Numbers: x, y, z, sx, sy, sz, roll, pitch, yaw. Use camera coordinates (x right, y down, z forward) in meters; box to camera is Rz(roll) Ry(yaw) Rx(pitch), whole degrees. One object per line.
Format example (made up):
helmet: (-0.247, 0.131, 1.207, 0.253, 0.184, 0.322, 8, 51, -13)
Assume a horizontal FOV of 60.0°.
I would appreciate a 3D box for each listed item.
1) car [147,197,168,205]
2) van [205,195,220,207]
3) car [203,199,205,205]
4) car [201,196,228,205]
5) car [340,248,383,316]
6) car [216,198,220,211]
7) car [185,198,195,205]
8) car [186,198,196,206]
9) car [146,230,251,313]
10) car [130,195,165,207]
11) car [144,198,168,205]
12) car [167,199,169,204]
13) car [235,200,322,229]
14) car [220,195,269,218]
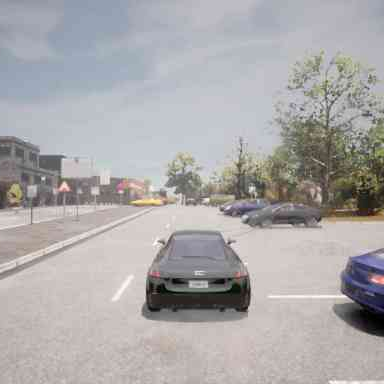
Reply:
car: (-7.518, 2.016, 72.771, 4.553, 1.767, 2.185, 0, -2, -1)
van: (4.794, 1.448, 54.133, 4.442, 1.987, 1.878, 0, -1, 0)
car: (5.072, 1.721, 56.925, 5.366, 1.575, 1.946, 0, -1, 0)
car: (4.718, 1.831, 70.765, 5.566, 2.045, 2.435, 0, -2, -1)
car: (5.084, 1.525, 5.831, 4.674, 1.452, 2.002, 0, 0, 0)
car: (5.055, 1.552, 33.337, 4.674, 1.452, 2.002, 0, 0, 0)
car: (-0.365, 2.202, 74.544, 1.882, 1.535, 5.008, 0, -2, 2)
car: (-0.165, 1.929, 63.982, 1.812, 1.442, 4.674, 0, -1, -1)
car: (0.109, 1.571, 7.779, 1.994, 1.385, 4.181, 0, 0, 0)
car: (-7.547, 1.677, 54.674, 5.366, 1.575, 1.946, 0, -1, 0)
car: (-7.505, 2.047, 69.733, 5.008, 1.535, 2.097, 0, -2, -1)
car: (-7.443, 1.706, 66.825, 5.566, 2.045, 2.435, 0, -2, -1)
car: (5.445, 1.421, 20.172, 4.902, 1.511, 2.128, 0, -3, -13)
car: (5.127, 1.382, 30.167, 4.553, 1.767, 2.185, 0, 0, 0)
